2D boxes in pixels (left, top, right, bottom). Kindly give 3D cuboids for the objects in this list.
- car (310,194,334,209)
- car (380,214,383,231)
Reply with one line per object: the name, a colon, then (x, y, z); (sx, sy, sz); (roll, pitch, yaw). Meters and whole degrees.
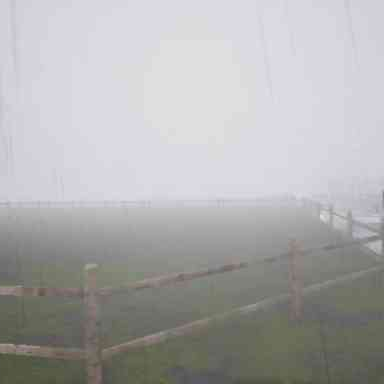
car: (13.311, 0.931, 34.416); (2.128, 1.511, 4.902); (-1, 1, 13)
car: (8.116, 1.240, 11.490); (1.882, 1.535, 5.008); (-1, 1, 14)
